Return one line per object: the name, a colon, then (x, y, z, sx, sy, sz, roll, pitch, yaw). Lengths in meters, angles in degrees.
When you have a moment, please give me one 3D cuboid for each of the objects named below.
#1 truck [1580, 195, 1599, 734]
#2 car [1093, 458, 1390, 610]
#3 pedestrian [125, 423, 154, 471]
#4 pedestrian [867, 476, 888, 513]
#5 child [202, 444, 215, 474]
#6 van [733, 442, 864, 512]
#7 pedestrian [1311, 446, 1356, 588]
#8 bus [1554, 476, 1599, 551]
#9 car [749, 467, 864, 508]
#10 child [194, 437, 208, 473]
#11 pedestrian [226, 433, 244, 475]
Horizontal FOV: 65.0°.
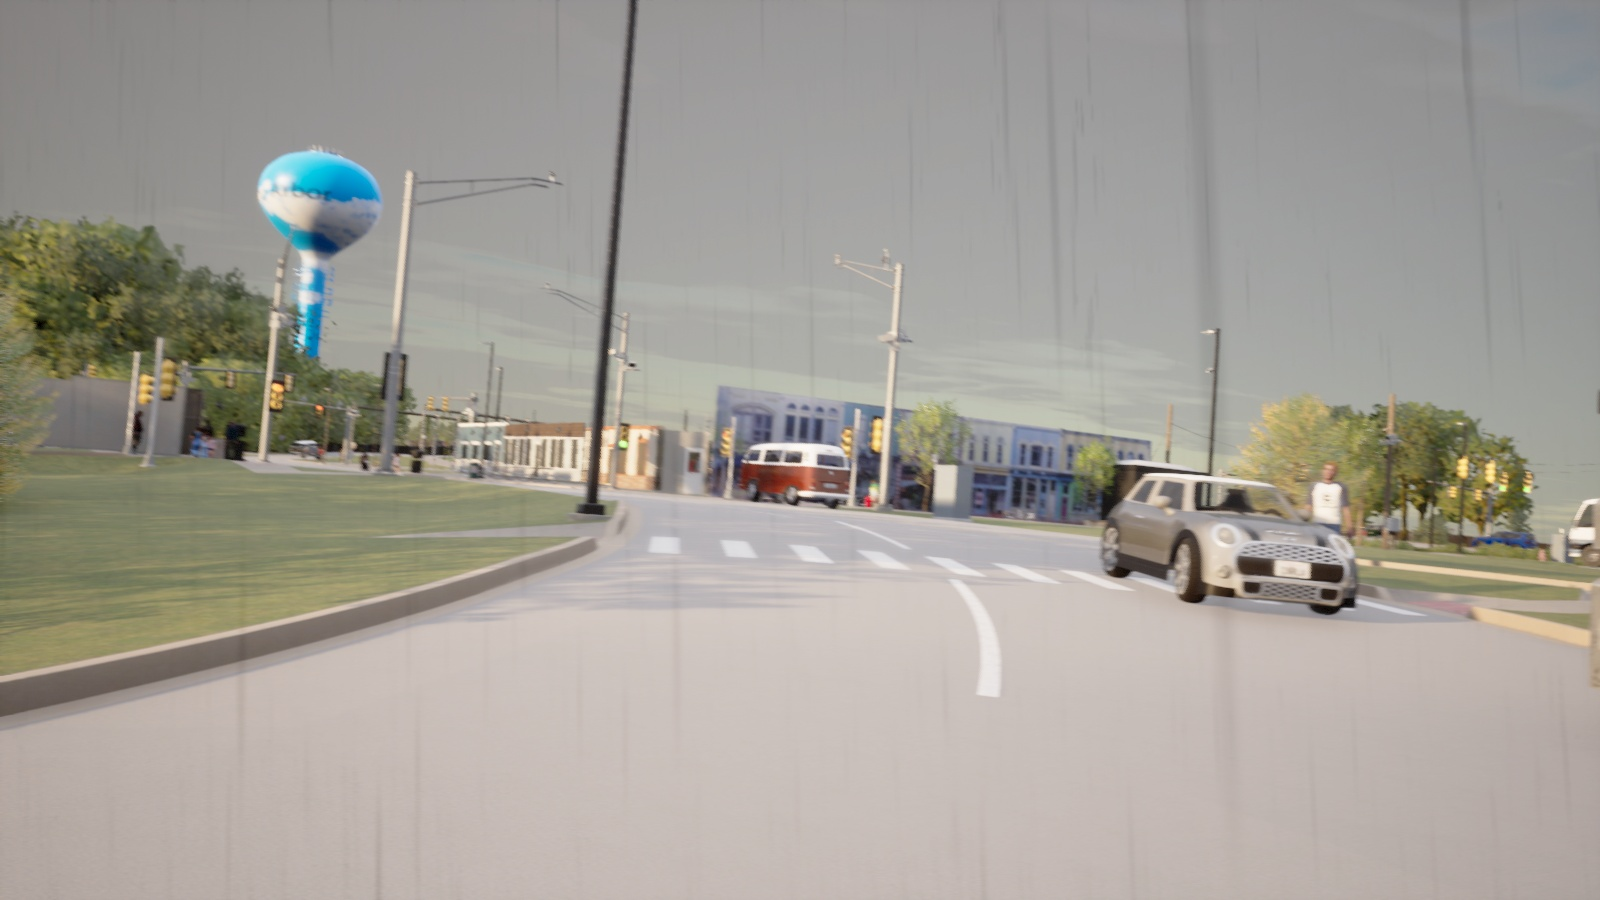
truck: (9.276, 0.201, 8.667, 7.936, 3.462, 2.891, 2, -2, -27)
car: (5.297, 0.934, 15.665, 1.970, 1.475, 3.806, 4, 0, -6)
pedestrian: (-26.556, -0.113, 50.492, 0.899, 1.844, 0.634, 4, -3, -24)
pedestrian: (4.292, 2.457, 69.203, 0.873, 1.952, 0.659, 4, -3, -21)
child: (-25.404, 0.375, 53.934, 0.270, 1.263, 0.437, 3, -3, -3)
van: (-0.104, 0.850, 41.272, 2.069, 2.038, 4.480, 5, -2, -33)
pedestrian: (7.113, 0.892, 16.738, 0.354, 1.836, 0.706, 1, -3, 35)
bus: (48.975, 3.824, 70.802, 3.944, 4.253, 10.273, 5, -2, -31)
car: (0.324, 1.833, 60.391, 5.027, 1.651, 2.152, 5, -3, -30)
child: (-21.120, 0.187, 44.281, 0.270, 1.263, 0.437, 5, -4, -38)
pedestrian: (-24.777, 0.179, 55.077, 0.402, 1.842, 0.726, 5, -4, -41)
